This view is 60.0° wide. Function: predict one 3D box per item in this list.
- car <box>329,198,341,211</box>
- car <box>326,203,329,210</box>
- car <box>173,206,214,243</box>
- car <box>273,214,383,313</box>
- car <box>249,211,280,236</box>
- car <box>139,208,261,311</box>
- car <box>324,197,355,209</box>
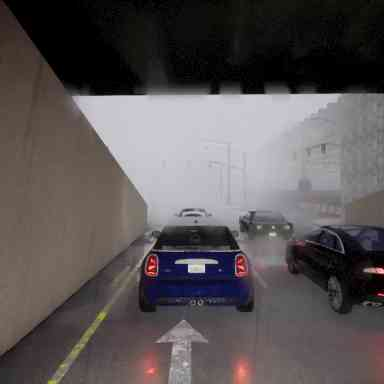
[{"bbox_3d":[17.406,1.453,34.753,2.038,1.542,4.974,0,0,-35],"label":"car"},{"bbox_3d":[17.507,1.453,39.360,2.038,1.542,4.974,0,0,45],"label":"car"},{"bbox_3d":[0.065,1.526,16.961,1.812,1.442,4.674,0,0,0],"label":"car"},{"bbox_3d":[3.581,1.492,7.644,2.128,1.511,4.902,0,0,0],"label":"car"},{"bbox_3d":[3.587,1.601,16.970,1.895,1.301,4.718,0,0,0],"label":"car"},{"bbox_3d":[0.082,1.352,7.910,2.097,1.767,4.553,0,0,0],"label":"car"},{"bbox_3d":[17.543,1.295,39.397,1.853,1.218,4.536,0,0,45],"label":"car"}]
